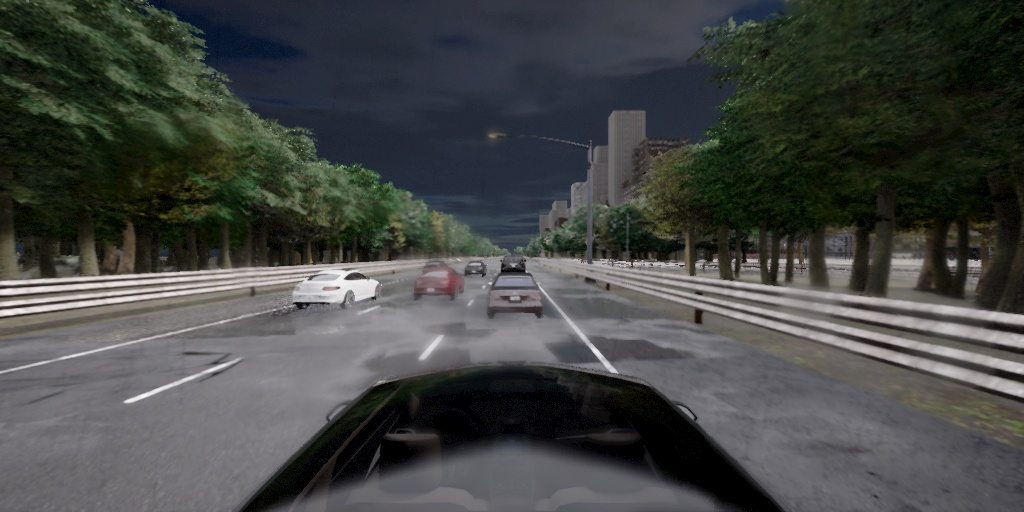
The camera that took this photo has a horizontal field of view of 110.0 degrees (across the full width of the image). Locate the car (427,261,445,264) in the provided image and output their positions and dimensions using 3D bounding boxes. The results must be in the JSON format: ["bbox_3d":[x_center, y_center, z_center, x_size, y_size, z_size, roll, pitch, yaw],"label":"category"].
[{"bbox_3d":[-6.892,1.191,33.092,1.837,1.490,4.892,0,0,0],"label":"car"}]

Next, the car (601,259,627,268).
[{"bbox_3d":[17.760,1.286,62.837,1.837,1.490,4.892,-1,1,-35],"label":"car"}]

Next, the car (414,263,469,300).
[{"bbox_3d":[-3.412,1.255,17.304,1.812,1.442,4.674,0,0,0],"label":"car"}]

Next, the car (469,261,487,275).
[{"bbox_3d":[-3.392,1.209,34.233,1.812,1.442,4.674,0,0,0],"label":"car"}]

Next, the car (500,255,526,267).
[{"bbox_3d":[0.106,0.910,32.295,2.150,2.045,5.566,0,0,0],"label":"car"}]

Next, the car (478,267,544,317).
[{"bbox_3d":[0.103,1.287,13.013,2.033,1.411,5.357,0,0,0],"label":"car"}]

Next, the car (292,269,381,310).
[{"bbox_3d":[-6.899,1.261,14.527,1.812,1.442,4.674,0,0,0],"label":"car"}]
